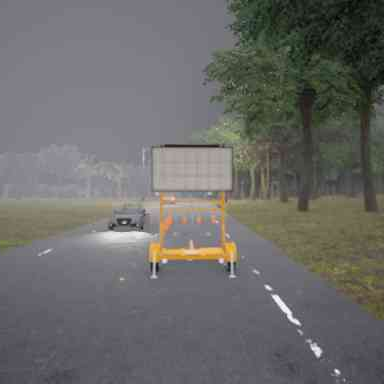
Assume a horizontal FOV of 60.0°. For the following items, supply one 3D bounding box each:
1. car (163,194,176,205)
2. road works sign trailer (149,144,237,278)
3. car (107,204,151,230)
[{"bbox_3d":[-3.612,1.041,50.327,2.097,1.767,4.553,0,0,0],"label":"car"},{"bbox_3d":[0.008,0.389,9.872,2.380,3.560,2.880,0,0,-1],"label":"road works sign trailer"},{"bbox_3d":[-3.607,1.421,19.644,1.994,1.385,4.181,0,0,0],"label":"car"}]
